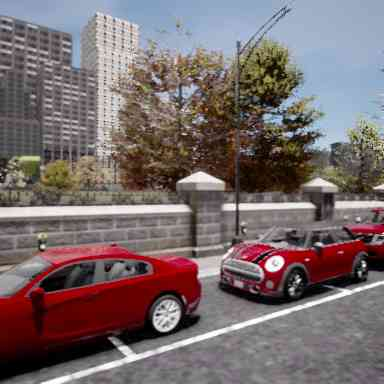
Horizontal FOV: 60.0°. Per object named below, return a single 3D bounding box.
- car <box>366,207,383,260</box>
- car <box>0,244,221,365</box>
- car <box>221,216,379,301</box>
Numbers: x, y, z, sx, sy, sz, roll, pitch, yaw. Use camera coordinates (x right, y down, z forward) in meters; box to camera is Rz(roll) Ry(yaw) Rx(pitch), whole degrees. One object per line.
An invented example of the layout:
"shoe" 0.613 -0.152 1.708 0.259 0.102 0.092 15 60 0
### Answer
"car" 7.239 1.452 11.726 5.009 1.841 2.192 1 0 -36
"car" -1.927 1.558 5.184 4.507 1.381 1.887 1 0 -36
"car" 2.656 1.514 8.453 4.097 1.590 1.967 1 0 -36
